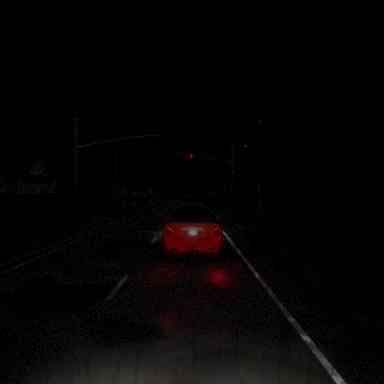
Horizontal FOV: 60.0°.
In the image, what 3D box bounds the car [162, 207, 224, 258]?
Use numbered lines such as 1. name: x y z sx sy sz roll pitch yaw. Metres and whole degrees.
1. car: 0.048 1.344 12.927 2.097 1.767 4.553 0 0 1
